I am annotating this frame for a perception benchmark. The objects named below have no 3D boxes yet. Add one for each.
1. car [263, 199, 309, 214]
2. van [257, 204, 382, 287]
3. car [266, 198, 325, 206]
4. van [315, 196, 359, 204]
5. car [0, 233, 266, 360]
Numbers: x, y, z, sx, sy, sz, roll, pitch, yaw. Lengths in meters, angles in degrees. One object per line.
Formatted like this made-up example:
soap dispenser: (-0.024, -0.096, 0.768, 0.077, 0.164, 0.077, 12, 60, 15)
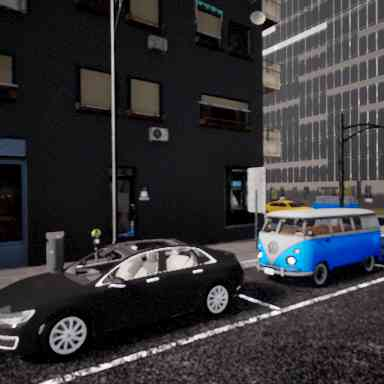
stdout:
car: (9.559, 1.459, 34.259, 1.947, 1.339, 4.313, -1, 1, -35)
van: (3.529, 1.357, 9.097, 3.998, 1.788, 1.690, 0, -1, -36)
car: (7.720, 1.463, 26.809, 1.882, 1.535, 5.008, -1, 1, -35)
van: (12.741, 1.260, 29.743, 1.690, 1.788, 3.998, -1, 1, -35)
car: (-1.028, 1.555, 5.839, 4.403, 1.369, 2.008, 0, -1, -36)
